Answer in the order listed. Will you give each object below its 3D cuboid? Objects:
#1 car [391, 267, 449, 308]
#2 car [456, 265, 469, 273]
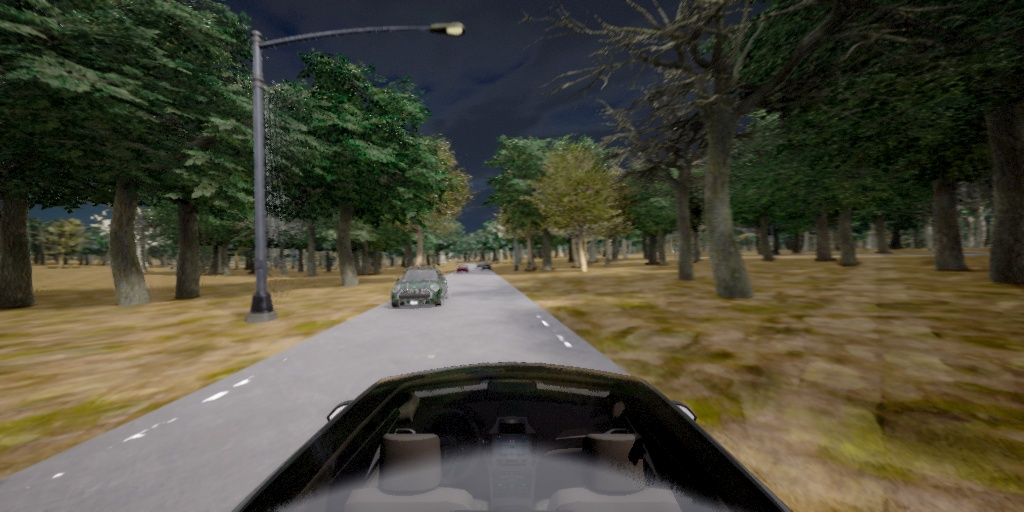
[{"bbox_3d":[-4.165,1.333,16.739,2.097,1.767,4.553,-1,0,-5],"label":"car"},{"bbox_3d":[-7.924,2.120,58.023,1.895,1.301,4.718,-1,-1,-5],"label":"car"}]
